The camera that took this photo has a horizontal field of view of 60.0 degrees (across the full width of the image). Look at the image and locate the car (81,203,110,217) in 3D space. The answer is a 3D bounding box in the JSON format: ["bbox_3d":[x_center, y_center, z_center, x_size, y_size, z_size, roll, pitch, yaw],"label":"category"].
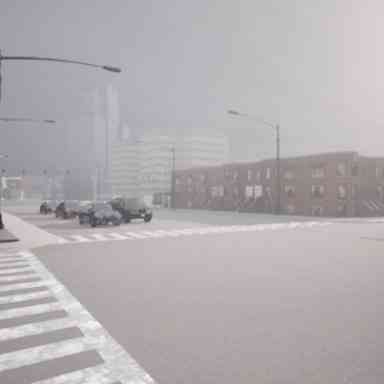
[{"bbox_3d":[-11.017,1.988,37.724,1.994,1.385,4.181,1,-1,-33],"label":"car"}]

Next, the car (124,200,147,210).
[{"bbox_3d":[-9.210,2.152,54.144,1.837,1.490,4.892,1,-1,-34],"label":"car"}]

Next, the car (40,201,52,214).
[{"bbox_3d":[-17.561,1.923,41.268,2.128,1.511,4.902,1,-1,-33],"label":"car"}]

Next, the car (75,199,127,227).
[{"bbox_3d":[-6.981,1.639,25.292,2.097,1.767,4.553,1,-1,-34],"label":"car"}]

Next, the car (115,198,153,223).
[{"bbox_3d":[-5.494,1.570,29.379,2.150,2.045,5.566,1,-1,-34],"label":"car"}]

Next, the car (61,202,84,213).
[{"bbox_3d":[-16.680,2.103,46.295,1.895,1.301,4.718,1,-1,-33],"label":"car"}]

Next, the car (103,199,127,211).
[{"bbox_3d":[-12.109,1.957,52.186,2.097,1.767,4.553,1,-1,-34],"label":"car"}]

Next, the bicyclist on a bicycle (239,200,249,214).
[{"bbox_3d":[6.453,1.873,41.183,1.656,1.620,0.582,0,-1,-34],"label":"bicyclist on a bicycle"}]

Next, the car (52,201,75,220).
[{"bbox_3d":[-11.823,1.705,32.596,2.097,1.767,4.553,1,-1,-34],"label":"car"}]
